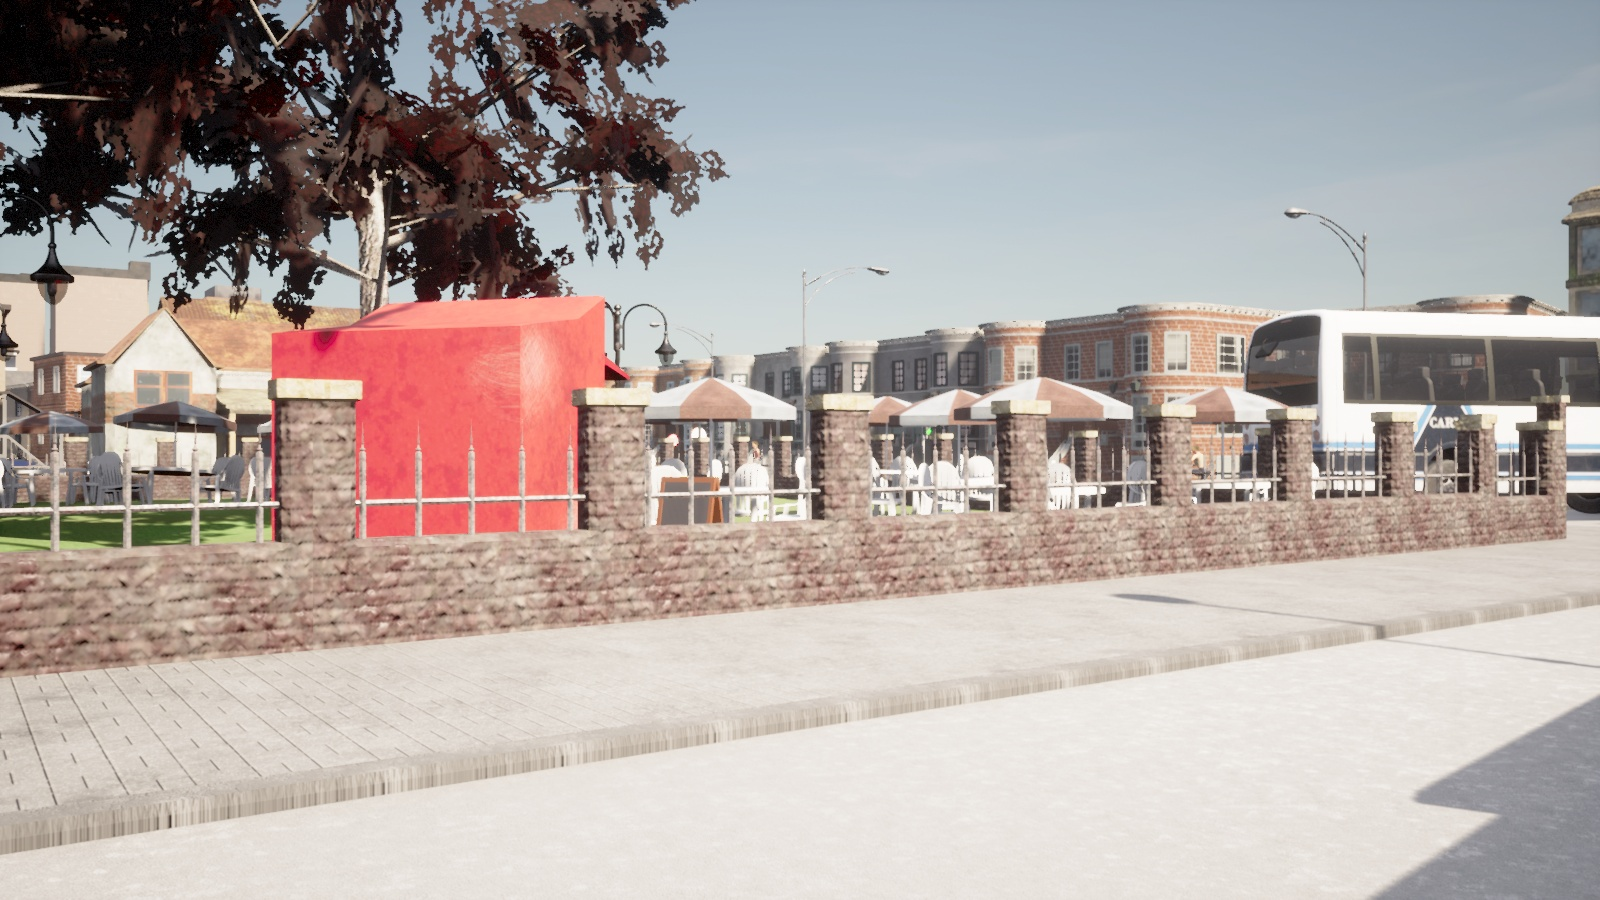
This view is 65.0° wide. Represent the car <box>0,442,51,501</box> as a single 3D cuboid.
[{"bbox_3d":[-26.686,0.691,40.833,3.866,1.878,1.905,0,0,-35],"label":"car"}]

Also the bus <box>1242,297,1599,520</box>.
[{"bbox_3d":[15.224,-0.756,26.784,10.273,4.253,3.944,0,-1,-10],"label":"bus"}]
